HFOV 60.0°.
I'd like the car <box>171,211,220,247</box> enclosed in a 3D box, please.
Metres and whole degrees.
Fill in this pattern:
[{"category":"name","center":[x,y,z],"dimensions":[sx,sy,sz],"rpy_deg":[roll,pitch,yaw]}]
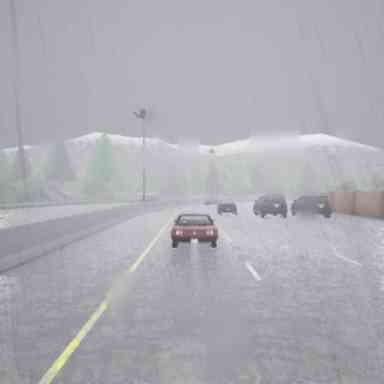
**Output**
[{"category":"car","center":[0.100,1.635,15.298],"dimensions":[1.895,1.301,4.718],"rpy_deg":[0,0,0]}]

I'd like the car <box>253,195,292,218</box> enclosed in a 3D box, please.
[{"category":"car","center":[7.105,1.291,30.529],"dimensions":[2.150,2.045,5.566],"rpy_deg":[0,0,0]}]

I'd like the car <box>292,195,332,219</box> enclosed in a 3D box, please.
[{"category":"car","center":[10.603,1.289,29.939],"dimensions":[2.150,2.045,5.566],"rpy_deg":[0,0,0]}]

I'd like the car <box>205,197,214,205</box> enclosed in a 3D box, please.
[{"category":"car","center":[3.962,1.684,60.757],"dimensions":[2.033,1.411,5.357],"rpy_deg":[0,0,23]}]

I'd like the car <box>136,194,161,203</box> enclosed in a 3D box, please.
[{"category":"car","center":[-7.271,1.450,58.697],"dimensions":[2.150,2.045,5.566],"rpy_deg":[0,0,16]}]

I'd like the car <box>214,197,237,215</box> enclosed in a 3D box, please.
[{"category":"car","center":[3.677,1.558,35.693],"dimensions":[1.882,1.535,5.008],"rpy_deg":[0,0,2]}]

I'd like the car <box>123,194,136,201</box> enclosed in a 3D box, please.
[{"category":"car","center":[-10.612,1.105,59.744],"dimensions":[2.097,1.767,4.553],"rpy_deg":[0,0,16]}]
